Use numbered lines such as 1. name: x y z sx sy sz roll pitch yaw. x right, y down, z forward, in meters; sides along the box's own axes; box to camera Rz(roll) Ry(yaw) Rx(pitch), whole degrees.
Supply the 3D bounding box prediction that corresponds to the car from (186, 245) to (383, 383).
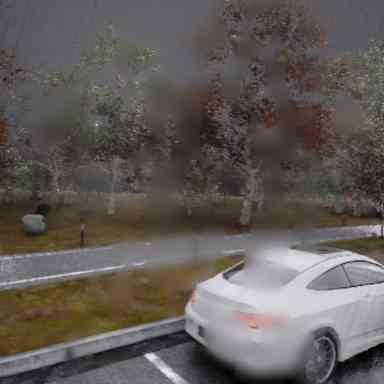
1. car: 2.105 1.599 5.313 4.674 1.452 2.002 1 -1 -33
